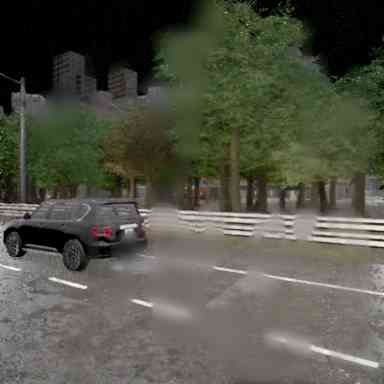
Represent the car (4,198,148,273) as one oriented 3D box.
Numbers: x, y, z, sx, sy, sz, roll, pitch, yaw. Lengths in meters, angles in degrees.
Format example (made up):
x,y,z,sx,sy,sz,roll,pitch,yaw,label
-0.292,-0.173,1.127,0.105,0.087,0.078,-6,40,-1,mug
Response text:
x,y,z,sx,sy,sz,roll,pitch,yaw,label
-3.960,1.223,11.003,5.566,2.045,2.150,0,0,36,car
